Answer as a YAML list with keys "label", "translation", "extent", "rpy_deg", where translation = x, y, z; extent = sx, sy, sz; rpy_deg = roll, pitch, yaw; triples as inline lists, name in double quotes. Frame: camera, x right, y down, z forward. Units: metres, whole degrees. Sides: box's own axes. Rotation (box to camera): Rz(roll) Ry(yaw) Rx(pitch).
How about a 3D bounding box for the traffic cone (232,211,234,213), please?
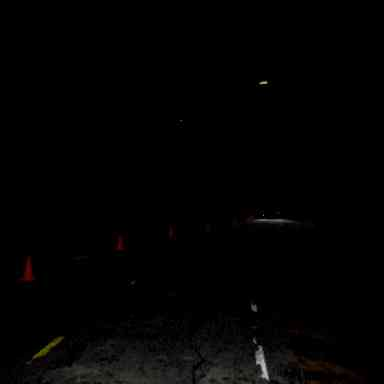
- label: "traffic cone"
  translation: [6.178, 2.854, 50.114]
  extent: [0.340, 0.580, 0.340]
  rpy_deg: [1, 1, -14]

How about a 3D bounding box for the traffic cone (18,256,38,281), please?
- label: "traffic cone"
  translation: [-4.207, 1.947, 8.563]
  extent: [0.340, 0.580, 0.340]
  rpy_deg: [1, -1, 11]

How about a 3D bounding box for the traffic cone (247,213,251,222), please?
- label: "traffic cone"
  translation: [5.368, 2.609, 31.953]
  extent: [0.340, 0.580, 0.340]
  rpy_deg: [1, -1, 19]

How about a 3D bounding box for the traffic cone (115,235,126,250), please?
- label: "traffic cone"
  translation: [-2.956, 2.049, 13.697]
  extent: [0.340, 0.580, 0.340]
  rpy_deg: [1, -1, 17]

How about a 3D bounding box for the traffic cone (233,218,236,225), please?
- label: "traffic cone"
  translation: [3.558, 2.469, 27.716]
  extent: [0.340, 0.580, 0.340]
  rpy_deg: [1, -1, 27]

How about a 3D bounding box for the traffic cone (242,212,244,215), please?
- label: "traffic cone"
  translation: [6.960, 2.909, 45.581]
  extent: [0.340, 0.580, 0.340]
  rpy_deg: [1, 0, -6]

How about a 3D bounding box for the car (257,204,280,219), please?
- label: "car"
  translation: [9.011, 2.248, 39.380]
  extent: [2.097, 1.767, 4.553]
  rpy_deg: [1, -1, 3]

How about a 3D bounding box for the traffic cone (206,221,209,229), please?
- label: "traffic cone"
  translation: [1.108, 2.321, 23.428]
  extent: [0.340, 0.580, 0.340]
  rpy_deg: [1, -1, 29]
